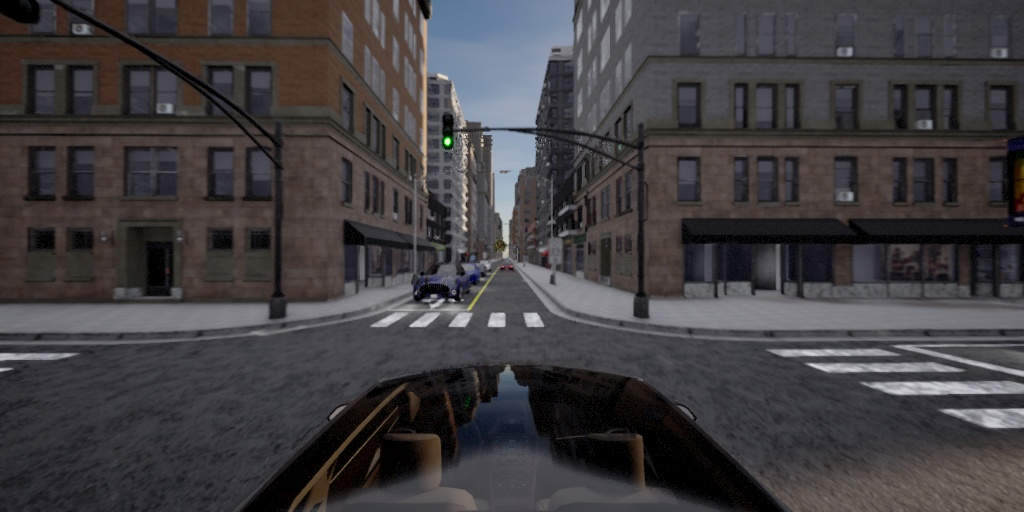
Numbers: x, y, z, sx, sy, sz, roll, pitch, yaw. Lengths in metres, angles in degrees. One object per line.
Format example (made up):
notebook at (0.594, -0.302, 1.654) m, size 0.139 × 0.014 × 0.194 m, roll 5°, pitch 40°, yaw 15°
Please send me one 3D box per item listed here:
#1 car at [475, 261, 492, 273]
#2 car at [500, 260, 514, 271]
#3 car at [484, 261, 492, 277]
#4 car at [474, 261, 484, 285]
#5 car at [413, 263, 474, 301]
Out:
car at (-3.661, 1.356, 46.786) m, size 1.812 × 1.442 × 4.674 m, roll 0°, pitch 0°, yaw -1°
car at (-0.722, 1.440, 50.641) m, size 1.895 × 1.301 × 4.718 m, roll 0°, pitch 0°, yaw -1°
car at (-3.517, 1.359, 36.512) m, size 2.033 × 1.411 × 5.357 m, roll 0°, pitch 0°, yaw 0°
car at (-3.392, 1.273, 26.661) m, size 1.882 × 1.535 × 5.008 m, roll 0°, pitch 0°, yaw -1°
car at (-3.295, 1.134, 17.553) m, size 2.097 × 1.767 × 4.553 m, roll 0°, pitch 0°, yaw 1°
